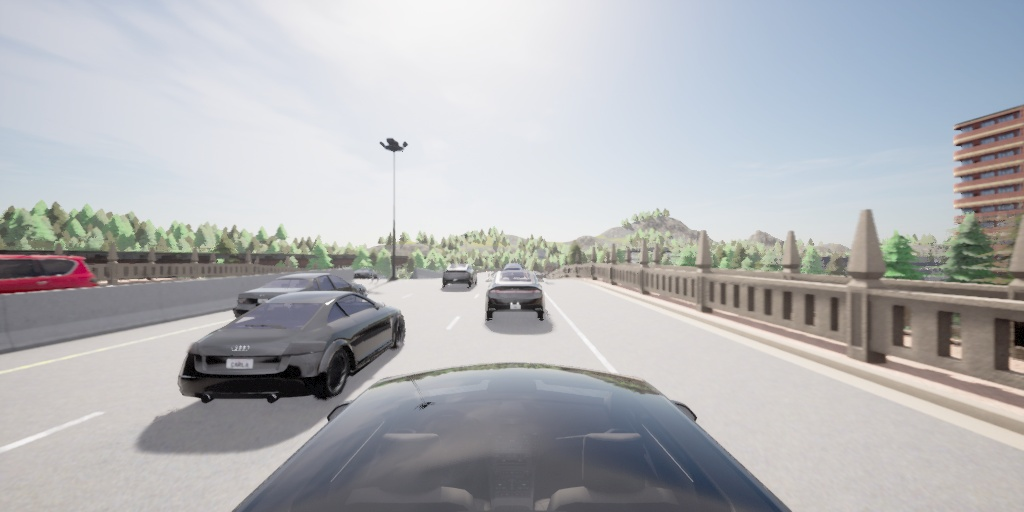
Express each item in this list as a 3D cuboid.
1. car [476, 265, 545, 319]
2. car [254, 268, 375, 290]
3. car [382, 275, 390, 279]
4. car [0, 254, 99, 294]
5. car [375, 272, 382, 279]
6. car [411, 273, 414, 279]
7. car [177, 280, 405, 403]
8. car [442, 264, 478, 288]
[{"bbox_3d":[0.097,1.243,12.687,2.128,1.511,4.902,0,0,0],"label":"car"},{"bbox_3d":[-6.903,1.299,12.442,2.033,1.411,5.357,0,0,0],"label":"car"},{"bbox_3d":[-21.012,3.793,57.725,2.033,1.411,5.357,0,-7,0],"label":"car"},{"bbox_3d":[-14.101,0.973,8.951,2.150,2.045,5.566,0,0,0],"label":"car"},{"bbox_3d":[-17.550,2.119,42.726,1.994,1.385,4.181,0,-5,0],"label":"car"},{"bbox_3d":[-14.010,3.197,55.800,2.150,2.045,5.566,0,-7,0],"label":"car"},{"bbox_3d":[-3.401,1.315,6.486,1.994,1.385,4.181,0,0,0],"label":"car"},{"bbox_3d":[-3.407,1.248,23.939,2.128,1.511,4.902,0,0,0],"label":"car"}]
